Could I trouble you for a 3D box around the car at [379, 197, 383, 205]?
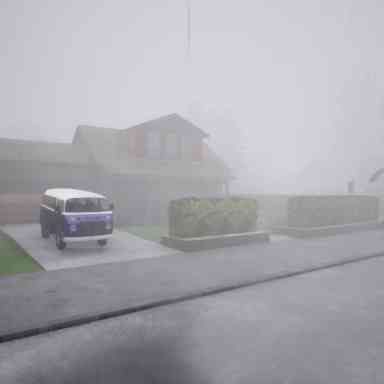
[{"bbox_3d":[24.718,0.983,41.453,3.866,1.878,1.905,0,0,0],"label":"car"}]
